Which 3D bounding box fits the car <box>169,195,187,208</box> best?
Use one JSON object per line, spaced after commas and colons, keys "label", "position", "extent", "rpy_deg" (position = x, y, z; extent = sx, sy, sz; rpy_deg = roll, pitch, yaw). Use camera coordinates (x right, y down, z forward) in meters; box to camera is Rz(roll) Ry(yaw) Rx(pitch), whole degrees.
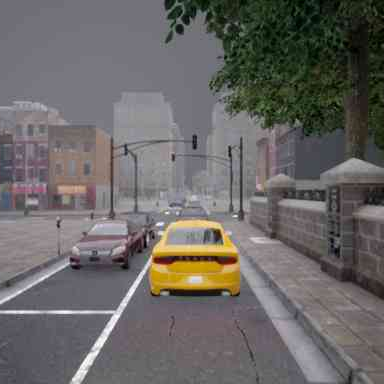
{"label": "car", "position": [-2.219, 1.529, 48.021], "extent": [1.994, 1.385, 4.181], "rpy_deg": [0, 0, 0]}

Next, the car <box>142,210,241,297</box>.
{"label": "car", "position": [0.078, 1.473, 8.639], "extent": [1.882, 1.535, 5.008], "rpy_deg": [0, 0, 0]}

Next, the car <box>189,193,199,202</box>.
{"label": "car", "position": [0.379, 1.476, 66.917], "extent": [1.812, 1.442, 4.674], "rpy_deg": [0, 0, 0]}

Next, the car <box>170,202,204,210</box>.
{"label": "car", "position": [0.030, 1.537, 19.129], "extent": [2.033, 1.411, 5.357], "rpy_deg": [0, 0, 0]}

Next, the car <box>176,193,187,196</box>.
{"label": "car", "position": [-2.163, 1.173, 64.525], "extent": [2.150, 2.045, 5.566], "rpy_deg": [0, 0, 1]}

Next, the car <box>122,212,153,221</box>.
{"label": "car", "position": [-2.618, 1.557, 14.708], "extent": [1.947, 1.339, 4.313], "rpy_deg": [0, 0, 0]}

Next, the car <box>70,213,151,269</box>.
{"label": "car", "position": [-2.623, 1.576, 11.045], "extent": [1.802, 1.307, 4.206], "rpy_deg": [0, 0, 0]}
